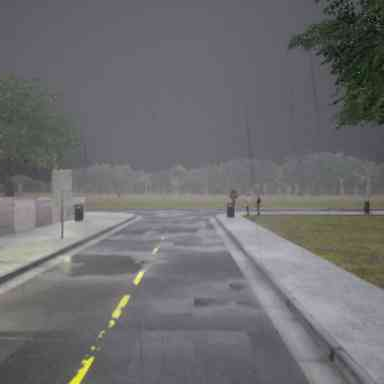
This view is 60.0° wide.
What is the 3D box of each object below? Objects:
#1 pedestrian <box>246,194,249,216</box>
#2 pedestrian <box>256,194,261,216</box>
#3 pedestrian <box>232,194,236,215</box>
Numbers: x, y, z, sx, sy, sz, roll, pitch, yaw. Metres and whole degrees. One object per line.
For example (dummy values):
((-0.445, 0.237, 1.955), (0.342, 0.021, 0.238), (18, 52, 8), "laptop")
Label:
((4.512, 1.043, 27.080), (0.375, 1.860, 0.375), (0, 0, 0), "pedestrian")
((5.512, 1.068, 27.680), (0.375, 1.860, 0.375), (0, 0, 0), "pedestrian")
((3.512, 1.024, 28.280), (0.375, 1.860, 0.375), (0, 0, 0), "pedestrian")
